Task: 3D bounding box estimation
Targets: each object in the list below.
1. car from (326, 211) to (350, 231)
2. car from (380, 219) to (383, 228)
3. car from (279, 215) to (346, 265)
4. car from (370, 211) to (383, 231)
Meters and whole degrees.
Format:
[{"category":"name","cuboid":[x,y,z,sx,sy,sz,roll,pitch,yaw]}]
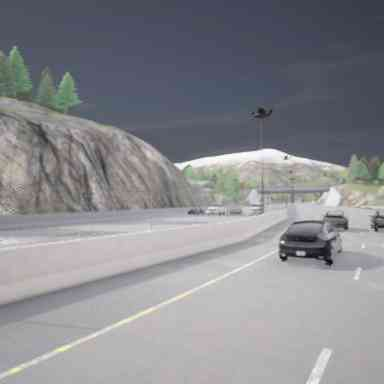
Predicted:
[{"category":"car","cuboid":[11.802,2.271,27.227,2.128,1.511,4.902,-1,-2,25]},{"category":"car","cuboid":[8.019,1.894,11.901,1.994,1.385,4.181,-1,-2,29]},{"category":"car","cuboid":[4.909,1.903,13.509,1.837,1.490,4.892,-1,-2,29]},{"category":"car","cuboid":[14.955,2.206,25.711,2.128,1.511,4.902,-1,-2,25]}]
